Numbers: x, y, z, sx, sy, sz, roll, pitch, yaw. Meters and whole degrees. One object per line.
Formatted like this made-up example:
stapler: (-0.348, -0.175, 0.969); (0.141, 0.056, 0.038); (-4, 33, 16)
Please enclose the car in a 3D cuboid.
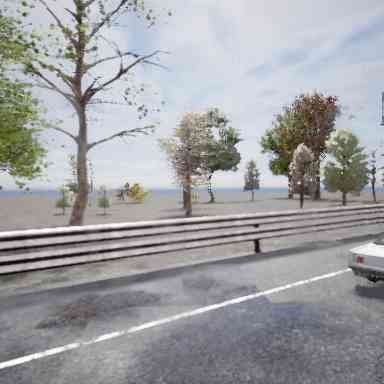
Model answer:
car: (5.838, 1.444, 7.921); (4.718, 1.301, 1.895); (-1, 1, -35)
